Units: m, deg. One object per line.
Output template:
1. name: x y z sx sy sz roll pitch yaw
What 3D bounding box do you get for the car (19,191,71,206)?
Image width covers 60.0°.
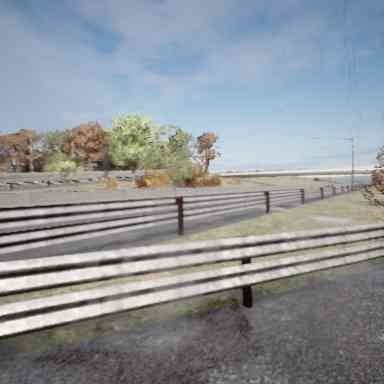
1. car: -16.084 0.643 36.681 2.128 1.511 4.902 0 1 30

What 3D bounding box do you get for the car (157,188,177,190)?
1. car: -2.857 0.218 52.173 1.837 1.490 4.892 0 1 30

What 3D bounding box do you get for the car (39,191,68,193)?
1. car: -13.782 0.669 33.687 1.837 1.490 4.892 0 1 30
